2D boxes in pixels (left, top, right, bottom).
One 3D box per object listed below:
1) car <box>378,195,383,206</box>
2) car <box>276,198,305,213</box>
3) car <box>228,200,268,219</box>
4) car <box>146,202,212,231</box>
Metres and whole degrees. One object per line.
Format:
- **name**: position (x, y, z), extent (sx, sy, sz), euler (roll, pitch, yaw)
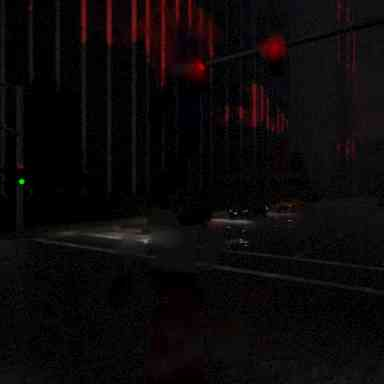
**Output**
- **car**: position (29.930, 1.283, 51.032), extent (2.097, 1.767, 4.553), euler (0, 0, 36)
- **car**: position (10.932, 1.418, 36.866), extent (1.882, 1.535, 5.008), euler (0, 0, 36)
- **car**: position (4.854, 1.452, 28.396), extent (1.837, 1.490, 4.892), euler (0, 0, 36)
- **car**: position (-0.692, 1.431, 20.658), extent (1.882, 1.535, 5.008), euler (0, 0, 36)
